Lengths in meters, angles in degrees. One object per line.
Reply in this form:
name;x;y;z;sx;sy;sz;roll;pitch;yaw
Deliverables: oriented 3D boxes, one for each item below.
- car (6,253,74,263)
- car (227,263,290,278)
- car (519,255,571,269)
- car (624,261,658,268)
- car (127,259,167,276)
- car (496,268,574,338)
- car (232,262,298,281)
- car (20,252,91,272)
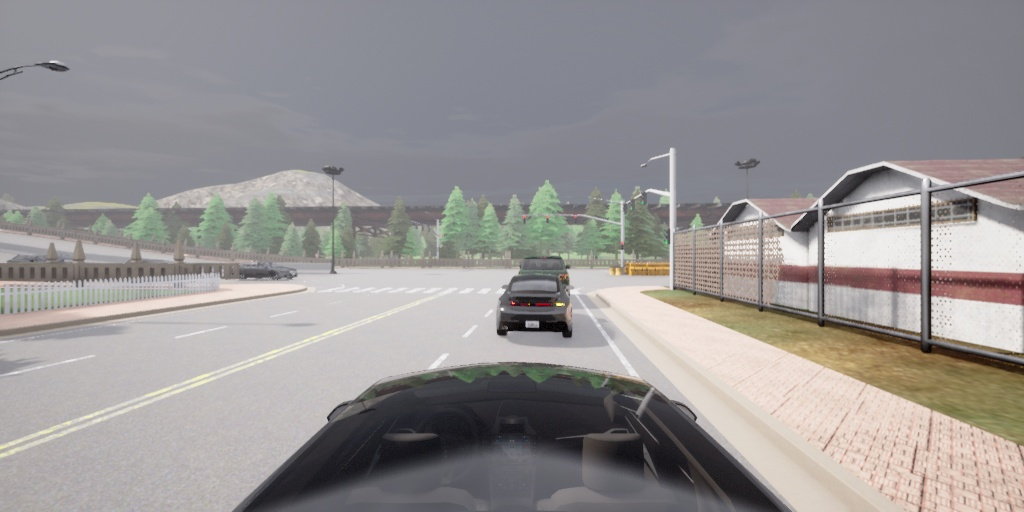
car;-40.884;0.669;31.244;4.553;1.767;2.097;4;0;4
car;-23.630;1.354;33.520;4.718;1.301;1.895;0;0;4
car;1.467;0.977;16.300;2.150;2.045;5.566;0;0;7
car;15.786;1.366;41.499;4.718;1.301;1.895;0;0;4
car;-30.464;1.071;30.494;4.553;1.767;2.097;1;0;4
car;0.706;1.258;10.289;1.837;1.490;4.892;0;0;6
car;-20.322;1.252;29.680;4.902;1.511;2.128;0;0;6
car;-44.507;0.556;35.033;4.892;1.490;1.837;5;0;5
